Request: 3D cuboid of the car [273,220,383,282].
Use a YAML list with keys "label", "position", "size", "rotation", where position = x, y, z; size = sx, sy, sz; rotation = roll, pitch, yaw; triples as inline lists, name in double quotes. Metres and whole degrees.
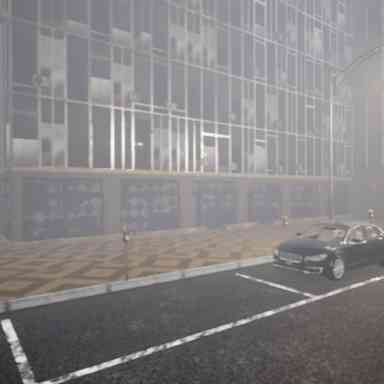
- label: "car"
  position: [4.203, 1.511, 9.559]
  size: [4.403, 1.369, 2.008]
  rotation: [0, 0, -36]
